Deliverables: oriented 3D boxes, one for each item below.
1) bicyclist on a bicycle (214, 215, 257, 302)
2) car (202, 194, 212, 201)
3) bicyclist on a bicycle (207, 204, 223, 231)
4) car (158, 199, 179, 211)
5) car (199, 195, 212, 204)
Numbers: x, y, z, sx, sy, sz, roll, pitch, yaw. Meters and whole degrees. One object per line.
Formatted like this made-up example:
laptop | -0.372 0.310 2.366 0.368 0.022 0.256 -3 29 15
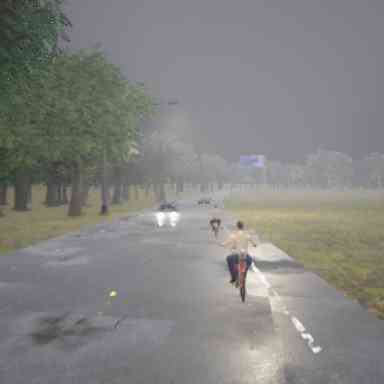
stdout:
bicyclist on a bicycle | 1.030 1.416 7.247 0.866 1.612 1.509 0 0 0
car | 3.365 1.253 73.692 1.994 1.385 4.181 0 0 5
bicyclist on a bicycle | 1.159 1.395 16.172 0.866 1.612 1.509 0 0 1
car | -2.654 1.495 38.144 1.895 1.301 4.718 0 0 3
car | 2.140 1.410 56.923 1.895 1.301 4.718 0 0 4
